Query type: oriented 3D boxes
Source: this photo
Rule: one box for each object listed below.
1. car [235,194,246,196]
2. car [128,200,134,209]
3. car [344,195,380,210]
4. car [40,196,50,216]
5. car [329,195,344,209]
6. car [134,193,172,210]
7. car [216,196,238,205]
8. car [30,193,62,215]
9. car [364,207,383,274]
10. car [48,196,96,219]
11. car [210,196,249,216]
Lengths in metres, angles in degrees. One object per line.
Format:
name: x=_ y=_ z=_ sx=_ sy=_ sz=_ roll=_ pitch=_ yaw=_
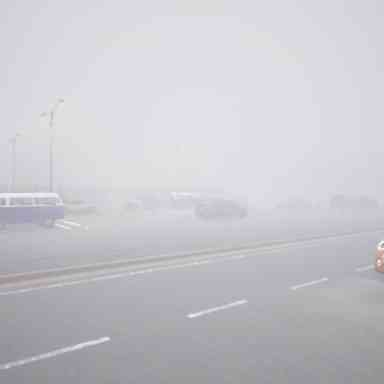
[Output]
car: x=8.292 y=1.307 z=59.988 sx=3.866 sy=1.878 sz=1.905 roll=0 pitch=0 yaw=-36
car: x=-7.461 y=1.454 z=51.936 sx=3.905 sy=1.438 sz=1.784 roll=0 pitch=0 yaw=-36
car: x=21.649 y=1.302 z=41.859 sx=4.605 sy=1.855 sz=1.932 roll=0 pitch=0 yaw=-36
car: x=-12.981 y=1.401 z=34.028 sx=3.905 sy=1.438 sz=1.784 roll=0 pitch=0 yaw=-36
car: x=19.975 y=1.306 z=44.220 sx=3.866 sy=1.878 sz=1.905 roll=0 pitch=0 yaw=-36
car: x=-5.792 y=1.243 z=49.568 sx=4.605 sy=1.855 sz=1.932 roll=0 pitch=0 yaw=-36
car: x=6.581 y=1.547 z=62.323 sx=3.806 sy=1.475 sz=1.970 roll=0 pitch=0 yaw=-36
car: x=-14.615 y=1.190 z=36.158 sx=4.605 sy=1.855 sz=1.932 roll=0 pitch=0 yaw=-36
car: x=7.021 y=1.390 z=9.238 sx=4.553 sy=1.767 sz=2.097 roll=0 pitch=0 yaw=-37
car: x=-11.263 y=1.432 z=31.698 sx=3.806 sy=1.475 sz=1.970 roll=0 pitch=0 yaw=-36
car: x=4.313 y=1.484 z=36.025 sx=3.806 sy=1.475 sz=1.970 roll=0 pitch=0 yaw=-36
